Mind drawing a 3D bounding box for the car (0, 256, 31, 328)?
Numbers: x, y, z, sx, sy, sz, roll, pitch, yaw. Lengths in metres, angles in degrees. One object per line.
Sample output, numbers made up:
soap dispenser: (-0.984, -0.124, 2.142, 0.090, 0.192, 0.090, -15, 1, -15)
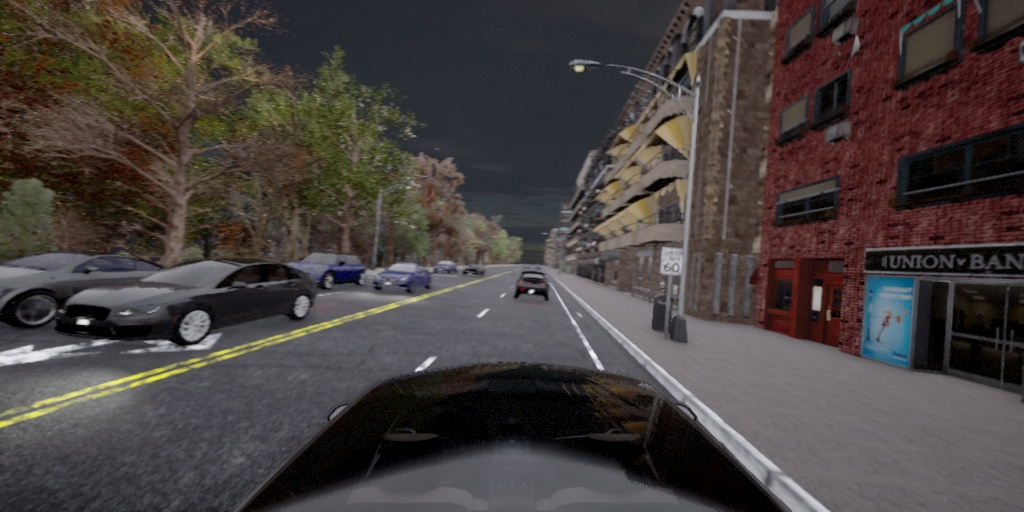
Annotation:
car: (-9.597, 0.589, 7.899, 1.994, 1.385, 4.181, 5, -1, 3)

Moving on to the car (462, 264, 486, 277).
car: (-4.035, 1.531, 38.493, 1.895, 1.301, 4.718, 5, -1, 5)

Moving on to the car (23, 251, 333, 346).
car: (-6.347, 0.804, 7.894, 1.837, 1.490, 4.892, 5, -1, 4)

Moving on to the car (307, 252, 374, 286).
car: (-8.892, 0.570, 17.238, 2.097, 1.767, 4.553, 5, -1, 4)

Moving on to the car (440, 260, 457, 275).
car: (-7.212, 1.197, 39.291, 1.812, 1.442, 4.674, 5, -1, 5)

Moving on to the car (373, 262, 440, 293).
car: (-5.539, 1.047, 18.849, 1.812, 1.442, 4.674, 5, -1, 4)

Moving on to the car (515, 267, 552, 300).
car: (1.212, 1.636, 20.984, 1.837, 1.490, 4.892, 5, -1, 4)
